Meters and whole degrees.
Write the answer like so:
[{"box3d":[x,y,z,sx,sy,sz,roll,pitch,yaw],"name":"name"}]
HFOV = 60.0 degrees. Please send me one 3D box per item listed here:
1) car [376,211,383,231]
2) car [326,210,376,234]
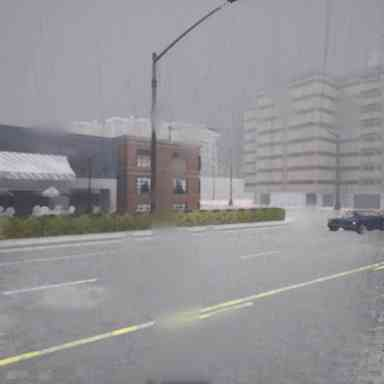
[{"box3d":[11.804,1.630,17.105,4.902,1.511,2.128,1,0,-37],"name":"car"},{"box3d":[10.236,1.811,20.304,4.718,1.301,1.895,1,0,-38],"name":"car"}]
